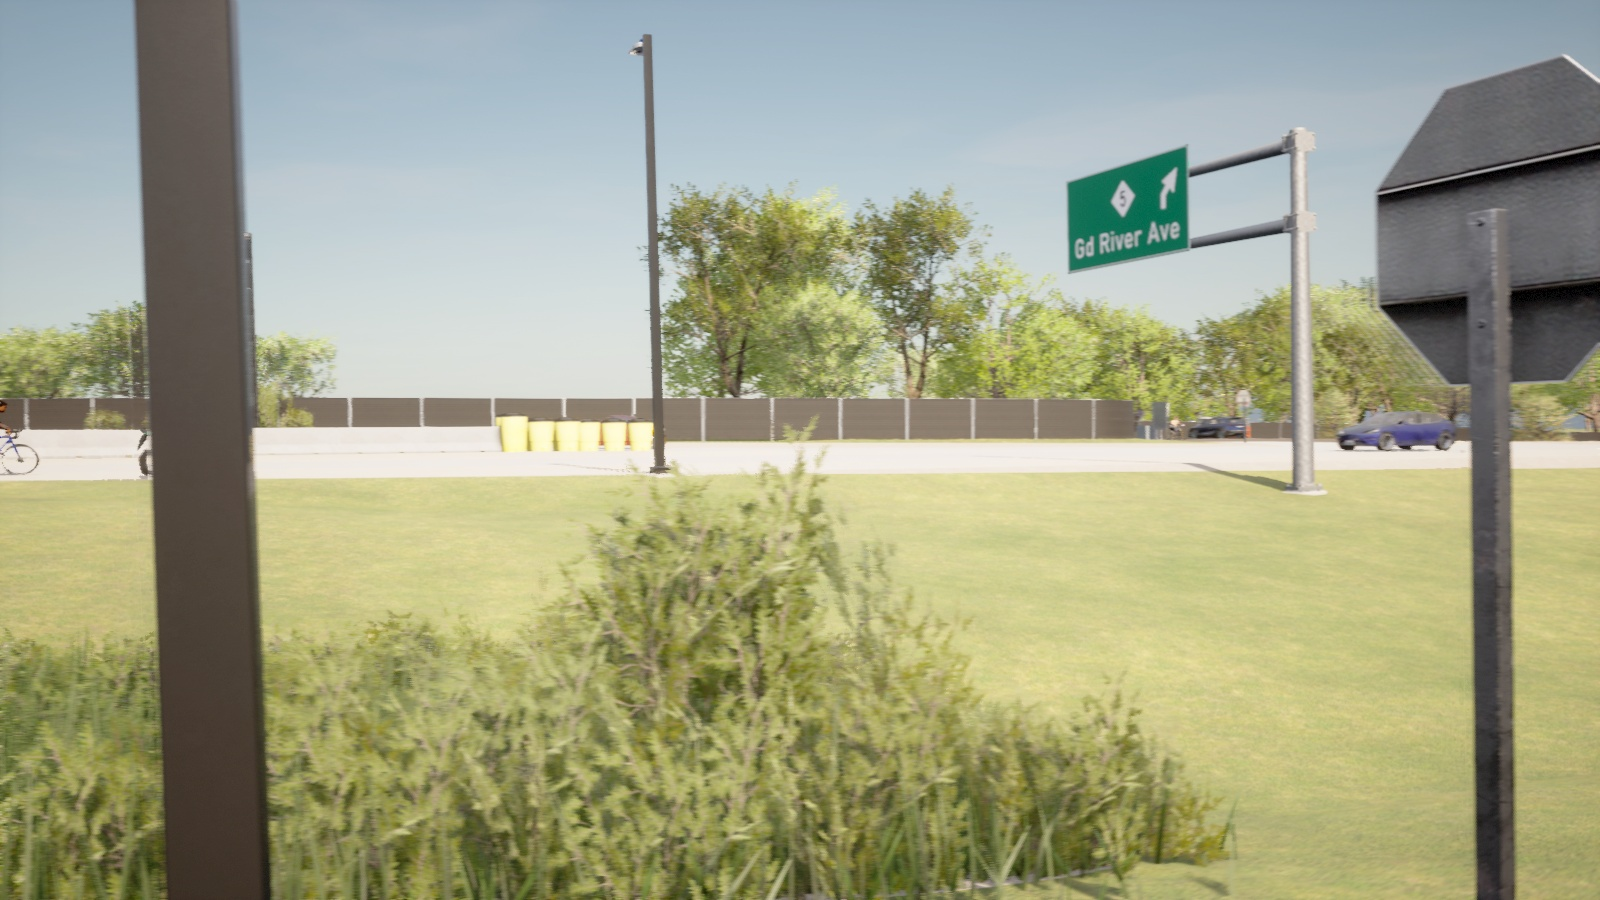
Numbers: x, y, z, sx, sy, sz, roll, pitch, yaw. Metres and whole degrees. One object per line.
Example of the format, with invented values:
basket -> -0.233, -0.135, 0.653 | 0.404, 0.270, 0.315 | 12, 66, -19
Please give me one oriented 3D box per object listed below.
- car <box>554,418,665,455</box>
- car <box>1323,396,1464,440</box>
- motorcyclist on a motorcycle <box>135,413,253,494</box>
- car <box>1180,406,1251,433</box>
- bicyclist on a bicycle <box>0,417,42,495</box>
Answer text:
car -> -7.621, -0.557, 50.515 | 4.181, 1.385, 1.994 | -1, 1, -2
car -> 22.229, -1.196, 47.044 | 4.792, 1.488, 2.163 | -2, 1, -24
motorcyclist on a motorcycle -> -12.031, 0.055, 24.999 | 2.044, 1.523, 0.797 | -2, 1, -23
car -> 29.696, -2.194, 89.928 | 2.033, 1.649, 4.856 | -3, 0, -22
bicyclist on a bicycle -> -17.118, 0.132, 26.647 | 1.656, 1.620, 0.582 | -2, 1, -23
